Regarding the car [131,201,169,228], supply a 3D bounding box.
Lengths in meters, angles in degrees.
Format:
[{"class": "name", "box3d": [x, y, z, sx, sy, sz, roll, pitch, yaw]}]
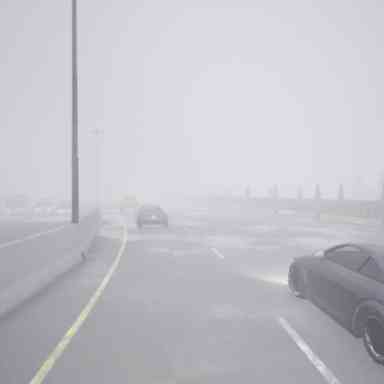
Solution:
[{"class": "car", "box3d": [-2.787, 1.522, 22.269, 1.994, 1.385, 4.181, 0, 0, -13]}]

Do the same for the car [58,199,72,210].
[{"class": "car", "box3d": [-15.744, 1.527, 42.095, 1.994, 1.385, 4.181, 0, 0, -16]}]

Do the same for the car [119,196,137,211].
[{"class": "car", "box3d": [-7.515, 1.287, 39.502, 2.097, 1.767, 4.553, 0, 0, -16]}]

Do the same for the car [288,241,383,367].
[{"class": "car", "box3d": [3.220, 1.537, 5.762, 1.994, 1.385, 4.181, 0, 0, -4]}]

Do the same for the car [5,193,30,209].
[{"class": "car", "box3d": [-24.368, 1.207, 46.670, 2.150, 2.045, 5.566, 0, 0, -16]}]

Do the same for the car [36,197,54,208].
[{"class": "car", "box3d": [-21.031, 1.474, 47.735, 1.837, 1.490, 4.892, 0, 0, -16]}]
